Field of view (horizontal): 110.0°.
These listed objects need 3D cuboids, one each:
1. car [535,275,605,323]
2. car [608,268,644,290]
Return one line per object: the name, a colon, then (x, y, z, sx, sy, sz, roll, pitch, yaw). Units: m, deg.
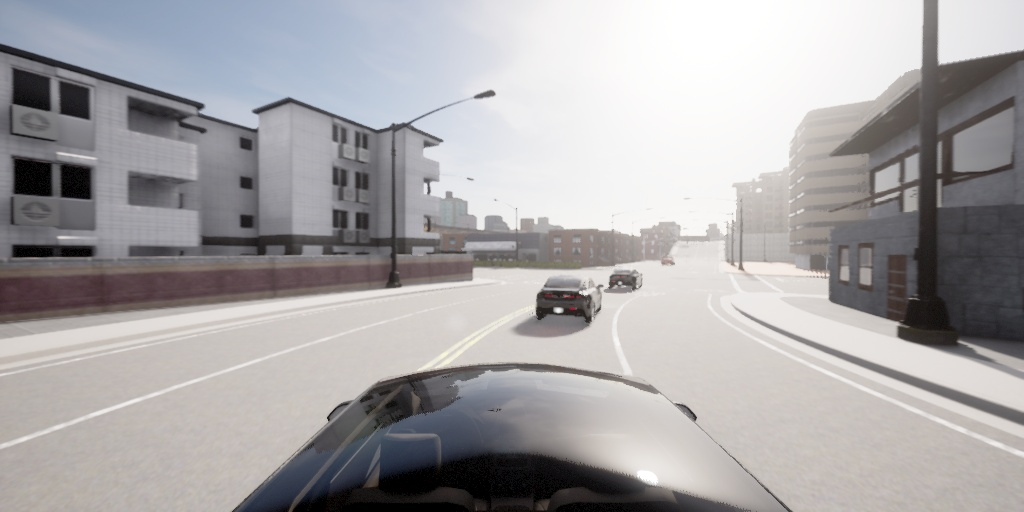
car: (2.214, 1.426, 13.217, 1.837, 1.490, 4.892, 0, 0, 19)
car: (8.359, 1.623, 26.240, 1.837, 1.490, 4.892, 1, -1, 27)
